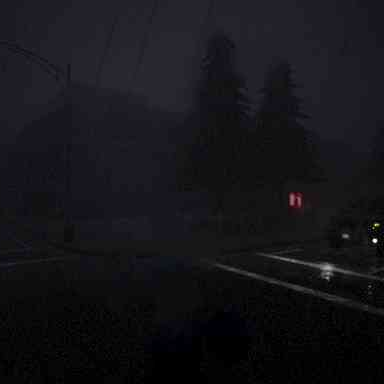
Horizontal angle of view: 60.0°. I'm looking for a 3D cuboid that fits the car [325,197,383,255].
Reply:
[{"bbox_3d":[7.795,1.248,13.692,5.566,2.045,2.150,0,0,-36],"label":"car"}]
